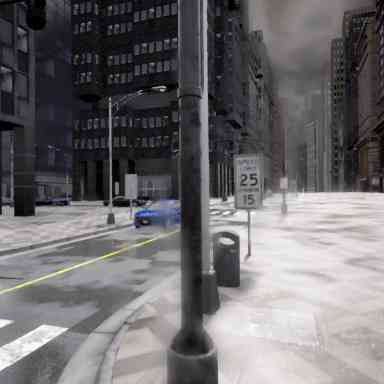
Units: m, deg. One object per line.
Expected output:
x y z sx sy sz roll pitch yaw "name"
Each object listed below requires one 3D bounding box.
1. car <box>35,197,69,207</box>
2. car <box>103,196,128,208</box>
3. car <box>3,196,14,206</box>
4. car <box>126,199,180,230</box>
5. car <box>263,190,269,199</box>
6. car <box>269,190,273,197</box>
-17.203 1.241 39.945 4.718 1.301 1.895 -1 0 19 "car"
-7.273 1.145 36.526 4.718 1.301 1.895 -1 0 19 "car"
-26.901 1.313 46.642 4.181 1.385 1.994 0 0 20 "car"
-1.608 1.210 19.406 1.882 1.535 5.008 -1 1 19 "car"
11.953 0.587 59.044 1.994 1.385 4.181 -1 1 19 "car"
16.432 0.354 71.940 2.128 1.511 4.902 -1 1 19 "car"
